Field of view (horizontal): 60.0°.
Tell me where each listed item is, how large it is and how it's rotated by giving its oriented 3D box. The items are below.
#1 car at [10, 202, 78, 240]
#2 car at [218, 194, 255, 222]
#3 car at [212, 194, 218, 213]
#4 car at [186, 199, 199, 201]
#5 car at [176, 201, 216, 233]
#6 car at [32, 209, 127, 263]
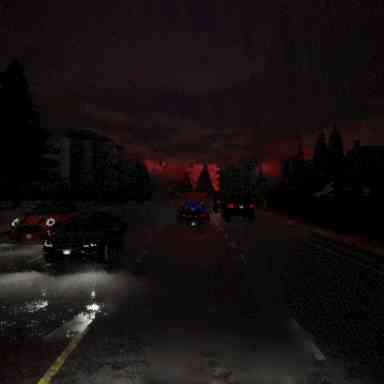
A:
[{"bbox_3d":[-7.089,1.346,16.729,2.097,1.767,4.553,0,0,0],"label":"car"},{"bbox_3d":[3.582,1.209,26.695,2.150,2.045,5.566,0,0,0],"label":"car"},{"bbox_3d":[3.520,1.209,37.051,2.150,2.045,5.566,0,0,0],"label":"car"},{"bbox_3d":[0.057,1.466,33.481,1.882,1.535,5.008,0,0,0],"label":"car"},{"bbox_3d":[0.086,1.482,19.797,2.128,1.511,4.902,0,0,0],"label":"car"},{"bbox_3d":[-3.598,1.502,12.005,1.837,1.490,4.892,0,0,0],"label":"car"}]
